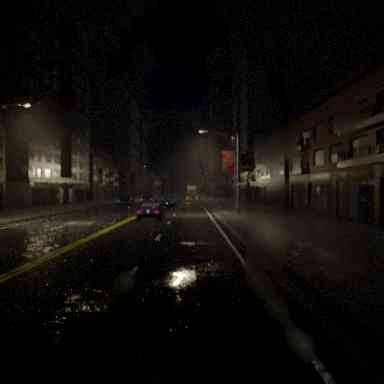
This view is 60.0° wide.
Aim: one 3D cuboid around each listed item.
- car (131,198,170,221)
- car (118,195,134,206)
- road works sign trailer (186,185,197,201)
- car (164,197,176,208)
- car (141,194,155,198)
[{"bbox_3d":[-3.152,1.441,26.329,2.033,1.411,5.357,0,0,0],"label":"car"},{"bbox_3d":[-9.813,1.307,50.136,1.837,1.490,4.892,0,0,0],"label":"car"},{"bbox_3d":[0.002,0.167,75.594,2.380,3.560,2.880,0,0,0],"label":"road works sign trailer"},{"bbox_3d":[-3.149,1.391,43.666,1.994,1.385,4.181,0,0,0],"label":"car"},{"bbox_3d":[-6.565,1.152,50.240,2.097,1.767,4.553,0,0,0],"label":"car"}]
